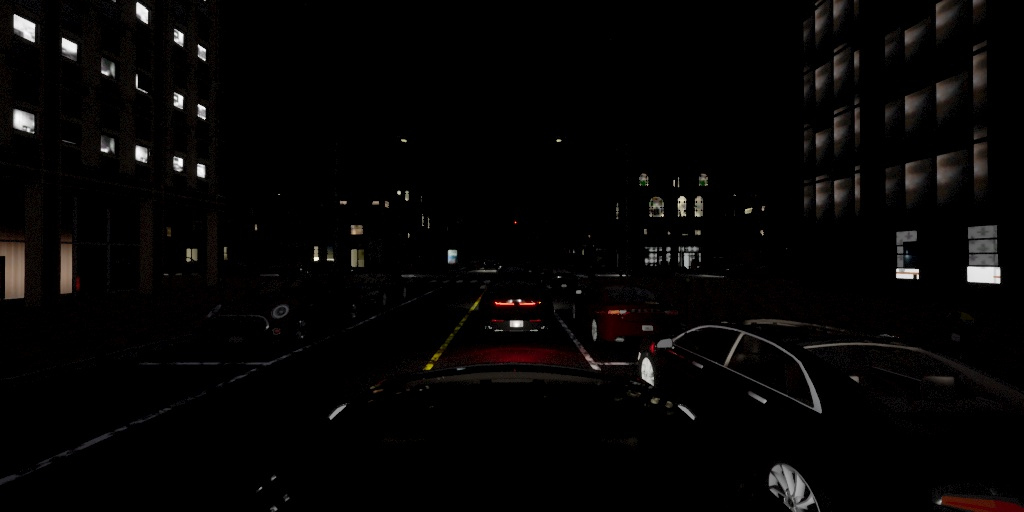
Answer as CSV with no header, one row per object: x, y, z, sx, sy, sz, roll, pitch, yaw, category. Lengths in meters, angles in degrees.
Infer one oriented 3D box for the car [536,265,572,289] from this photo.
2.690,1.302,20.729,2.007,1.370,4.403,0,0,0,car

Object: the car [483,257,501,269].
-3.087,1.234,53.804,1.882,1.535,5.008,0,0,1,car

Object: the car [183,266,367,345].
-5.690,1.190,9.361,1.967,1.591,4.097,0,0,0,car

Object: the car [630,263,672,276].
14.809,1.403,38.306,4.181,1.385,1.994,0,0,1,car

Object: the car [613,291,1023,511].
2.691,1.301,3.653,2.007,1.370,4.403,0,0,0,car

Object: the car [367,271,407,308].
-5.691,1.302,15.053,2.007,1.370,4.403,0,0,0,car

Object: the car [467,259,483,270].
-5.693,1.338,53.132,1.802,1.307,4.207,0,0,0,car

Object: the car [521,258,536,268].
2.687,1.322,53.119,1.948,1.339,4.313,0,0,0,car

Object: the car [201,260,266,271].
-25.417,1.177,33.130,4.403,1.370,2.007,0,0,1,car

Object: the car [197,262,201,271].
-27.829,1.121,35.762,4.902,1.511,2.128,0,0,1,car

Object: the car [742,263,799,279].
23.641,1.433,32.343,4.207,1.307,1.802,0,0,1,car

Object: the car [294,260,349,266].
-18.315,1.163,35.616,4.902,1.511,2.128,0,0,1,car

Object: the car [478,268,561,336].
0.100,1.255,10.363,1.837,1.490,4.892,0,0,0,car

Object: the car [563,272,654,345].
2.690,1.296,9.345,1.888,1.381,4.507,0,0,0,car

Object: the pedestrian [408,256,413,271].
-12.554,0.885,44.265,0.375,1.860,0.375,0,-1,1,pedestrian

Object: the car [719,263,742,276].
24.624,1.413,38.160,4.674,1.442,1.812,0,0,1,car

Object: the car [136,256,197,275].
-30.953,0.917,33.215,5.009,1.841,2.192,0,0,1,car

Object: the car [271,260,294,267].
-25.456,1.197,41.512,4.829,1.417,1.751,0,0,1,car

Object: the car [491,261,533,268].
0.095,1.230,20.552,1.882,1.535,5.008,0,0,2,car

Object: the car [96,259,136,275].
-36.490,1.130,33.300,4.403,1.370,2.007,0,0,1,car

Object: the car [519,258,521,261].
2.687,1.340,64.161,1.802,1.307,4.207,0,0,0,car
